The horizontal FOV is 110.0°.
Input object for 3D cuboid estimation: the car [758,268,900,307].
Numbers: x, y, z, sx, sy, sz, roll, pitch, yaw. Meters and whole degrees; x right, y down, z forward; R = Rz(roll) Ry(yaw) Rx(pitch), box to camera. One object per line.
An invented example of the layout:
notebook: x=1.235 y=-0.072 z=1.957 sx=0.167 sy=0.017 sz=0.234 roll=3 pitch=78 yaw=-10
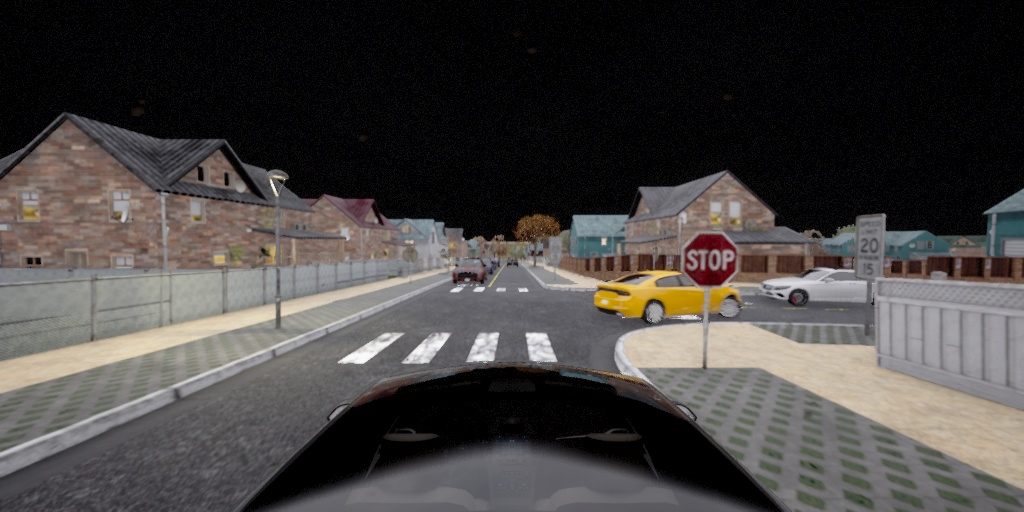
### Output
car: x=12.582 y=1.188 z=14.297 sx=4.674 sy=1.442 sz=1.812 roll=1 pitch=3 yaw=8

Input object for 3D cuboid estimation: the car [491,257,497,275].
car: x=-2.849 y=0.867 z=35.052 sx=2.097 sy=1.767 sz=4.553 roll=0 pitch=0 yaw=0

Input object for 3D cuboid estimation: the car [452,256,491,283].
car: x=-2.850 y=0.922 z=25.088 sx=2.097 sy=1.767 sz=4.553 roll=0 pitch=0 yaw=0

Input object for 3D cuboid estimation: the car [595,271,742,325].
car: x=5.166 y=1.221 z=11.769 sx=5.008 sy=1.535 sz=1.882 roll=-1 pitch=0 yaw=-20

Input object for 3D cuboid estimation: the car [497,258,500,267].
car: x=-2.844 y=1.023 z=45.281 sx=2.033 sy=1.411 sz=5.357 roll=0 pitch=0 yaw=0

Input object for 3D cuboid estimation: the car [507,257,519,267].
car: x=0.092 y=0.955 z=57.125 sx=1.837 sy=1.490 sz=4.892 roll=0 pitch=0 yaw=0
